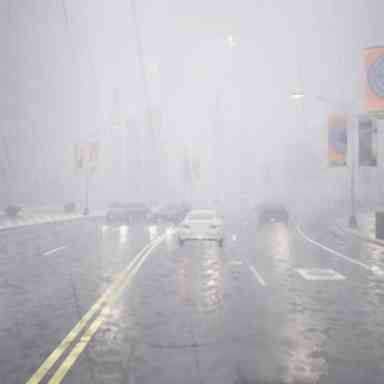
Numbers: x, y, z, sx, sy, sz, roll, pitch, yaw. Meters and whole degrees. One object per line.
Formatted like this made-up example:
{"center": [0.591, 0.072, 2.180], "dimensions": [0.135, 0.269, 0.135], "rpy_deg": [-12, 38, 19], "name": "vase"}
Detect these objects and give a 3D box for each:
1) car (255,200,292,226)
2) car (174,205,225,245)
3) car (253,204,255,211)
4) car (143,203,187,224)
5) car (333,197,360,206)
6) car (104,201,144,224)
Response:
{"center": [5.790, 1.477, 23.025], "dimensions": [1.837, 1.490, 4.892], "rpy_deg": [-1, 0, 18], "name": "car"}
{"center": [0.510, 1.507, 15.257], "dimensions": [1.812, 1.442, 4.674], "rpy_deg": [0, 0, 5], "name": "car"}
{"center": [8.353, 1.506, 34.922], "dimensions": [2.033, 1.411, 5.357], "rpy_deg": [0, 0, 39], "name": "car"}
{"center": [-1.293, 1.518, 24.687], "dimensions": [2.033, 1.411, 5.357], "rpy_deg": [0, 0, 19], "name": "car"}
{"center": [25.221, 1.499, 54.311], "dimensions": [4.181, 1.385, 1.994], "rpy_deg": [0, 0, -17], "name": "car"}
{"center": [-4.683, 1.475, 25.022], "dimensions": [1.837, 1.490, 4.892], "rpy_deg": [-1, 0, 19], "name": "car"}
